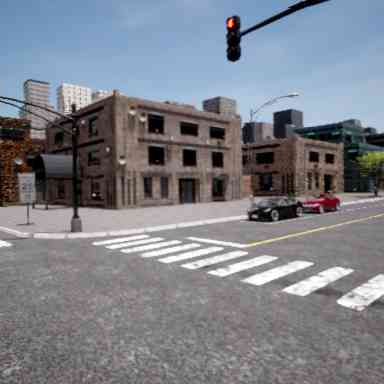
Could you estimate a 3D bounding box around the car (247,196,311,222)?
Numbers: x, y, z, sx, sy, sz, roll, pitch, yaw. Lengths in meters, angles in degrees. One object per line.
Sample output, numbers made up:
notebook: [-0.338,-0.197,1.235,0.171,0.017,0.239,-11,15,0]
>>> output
car: [5.179,0.952,20.438,4.313,1.339,1.947,-3,2,-43]

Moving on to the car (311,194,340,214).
car: [9.358,0.782,24.304,4.206,1.307,1.802,-3,2,-43]
